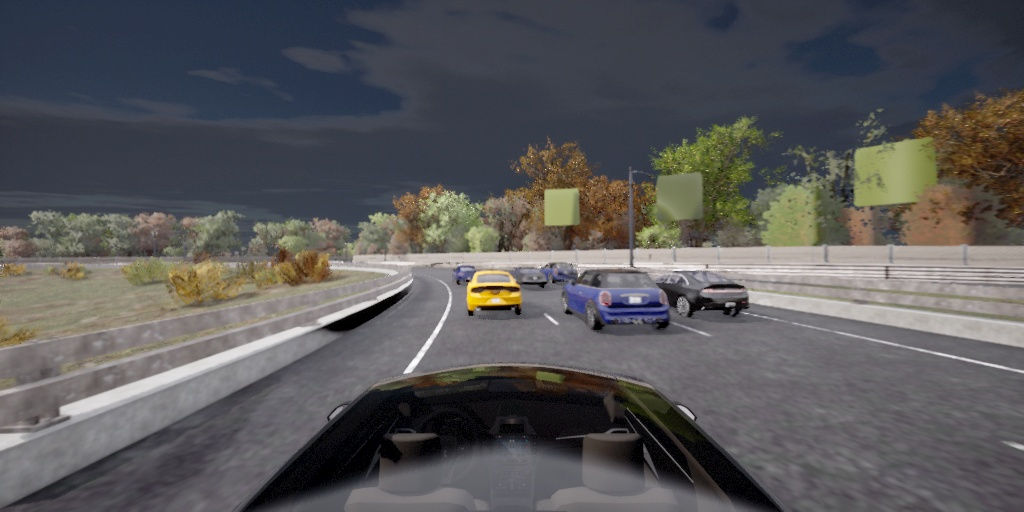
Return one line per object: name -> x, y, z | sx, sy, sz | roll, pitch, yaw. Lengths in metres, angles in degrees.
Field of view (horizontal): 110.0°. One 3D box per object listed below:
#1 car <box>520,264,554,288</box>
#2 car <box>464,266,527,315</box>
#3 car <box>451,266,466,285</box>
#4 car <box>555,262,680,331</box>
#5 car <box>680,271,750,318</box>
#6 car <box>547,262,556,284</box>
car -> 0.897, 1.453, 24.967 | 2.033, 1.411, 5.357 | 0, 0, -13
car -> -0.800, 1.319, 14.156 | 1.882, 1.535, 5.008 | 0, 0, -7
car -> -3.742, 1.489, 28.983 | 1.812, 1.442, 4.674 | 0, 0, -15
car -> 2.996, 1.154, 11.386 | 2.097, 1.767, 4.553 | 0, 0, -5
car -> 6.341, 1.281, 13.200 | 2.128, 1.511, 4.902 | 0, 0, -6
car -> 3.496, 1.267, 28.872 | 2.097, 1.767, 4.553 | 0, -1, -14
